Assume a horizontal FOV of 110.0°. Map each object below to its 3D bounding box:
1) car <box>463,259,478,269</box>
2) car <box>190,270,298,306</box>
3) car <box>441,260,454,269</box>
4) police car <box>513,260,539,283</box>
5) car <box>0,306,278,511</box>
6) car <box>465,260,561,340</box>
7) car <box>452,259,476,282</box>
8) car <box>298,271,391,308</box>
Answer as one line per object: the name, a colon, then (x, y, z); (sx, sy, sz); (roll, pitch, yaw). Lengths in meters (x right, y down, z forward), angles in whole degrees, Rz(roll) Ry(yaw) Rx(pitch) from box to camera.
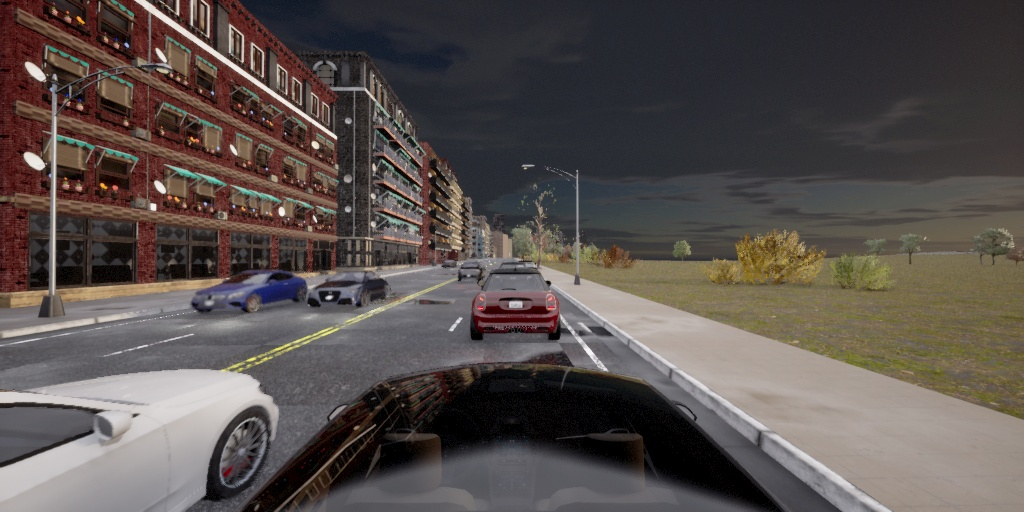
car: (-6.702, 1.256, 58.187); (1.837, 1.490, 4.892); (0, 0, 0)
car: (-9.876, 1.277, 14.016); (1.812, 1.442, 4.674); (0, 0, 0)
car: (-9.954, 1.299, 57.030); (2.033, 1.411, 5.357); (0, 0, 0)
police car: (1.079, 1.179, 29.369); (1.930, 1.638, 5.238); (0, 0, 0)
car: (-3.153, 1.276, 1.484); (1.812, 1.442, 4.674); (0, 0, 0)
car: (0.075, 1.103, 10.100); (2.097, 1.767, 4.553); (0, 0, 0)
car: (-3.209, 1.245, 29.076); (2.128, 1.511, 4.902); (0, 0, 0)
car: (-6.629, 1.316, 15.003); (1.994, 1.385, 4.181); (0, 0, 0)
